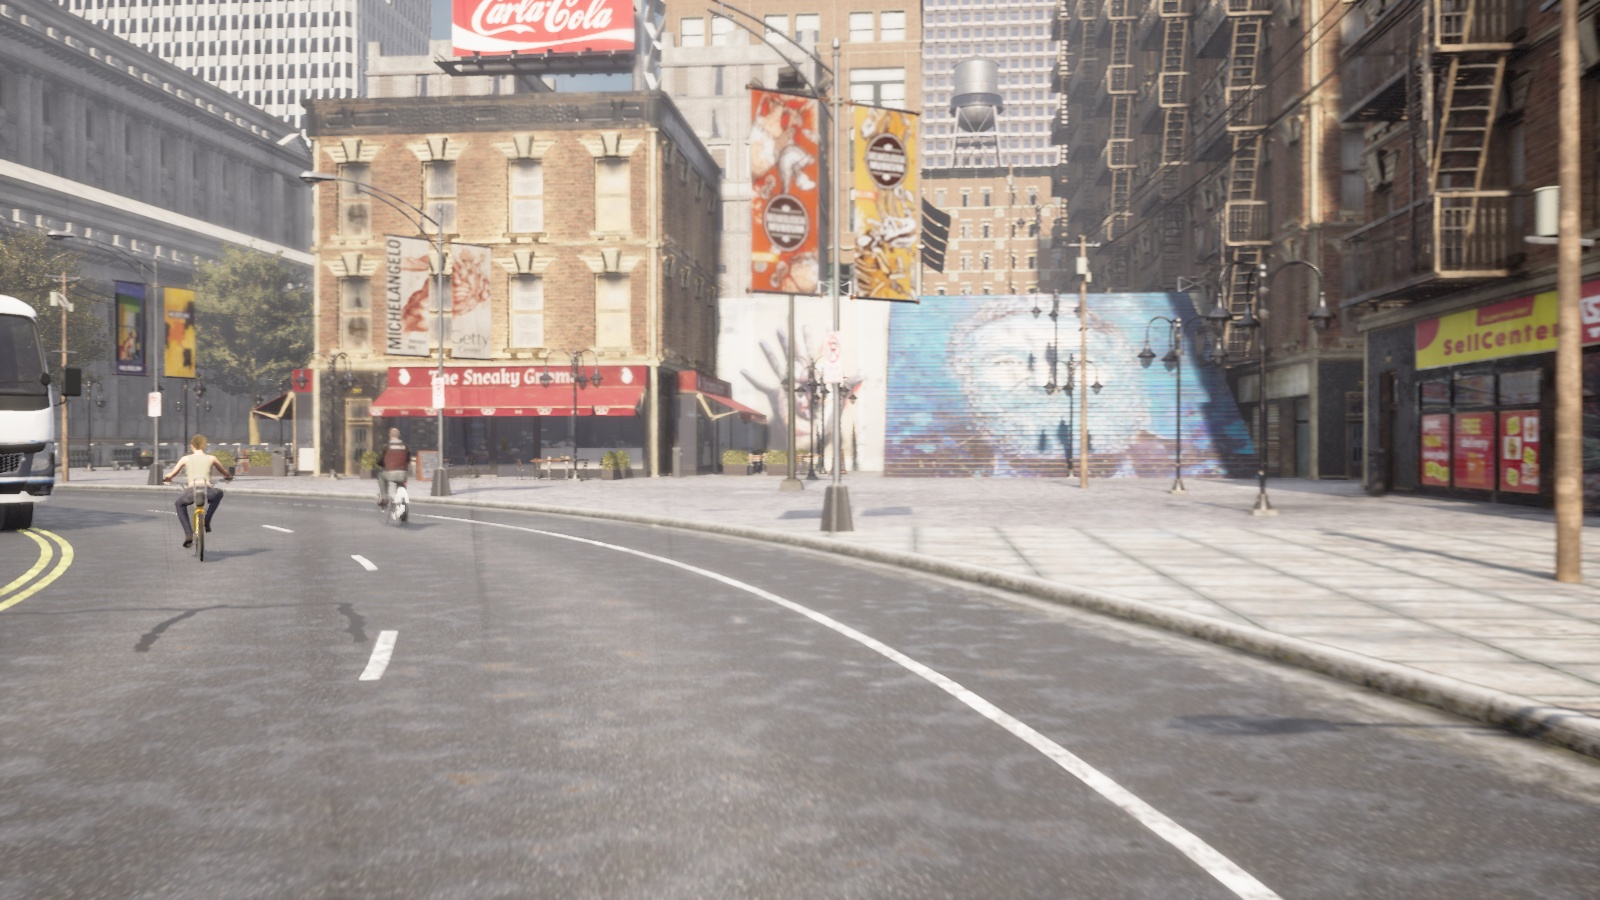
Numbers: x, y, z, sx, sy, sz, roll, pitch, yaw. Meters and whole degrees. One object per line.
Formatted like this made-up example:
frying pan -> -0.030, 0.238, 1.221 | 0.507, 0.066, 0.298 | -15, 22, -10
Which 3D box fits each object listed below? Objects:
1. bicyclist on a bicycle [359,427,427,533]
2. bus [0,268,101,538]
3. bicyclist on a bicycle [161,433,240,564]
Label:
bicyclist on a bicycle -> -7.174, 0.494, 22.075 | 0.659, 1.776, 1.843 | -1, 1, -33
bus -> -16.700, -0.756, 22.853 | 10.273, 4.253, 3.944 | 0, 0, 43
bicyclist on a bicycle -> -7.858, 0.591, 16.424 | 0.866, 1.612, 1.509 | -1, 1, -27
